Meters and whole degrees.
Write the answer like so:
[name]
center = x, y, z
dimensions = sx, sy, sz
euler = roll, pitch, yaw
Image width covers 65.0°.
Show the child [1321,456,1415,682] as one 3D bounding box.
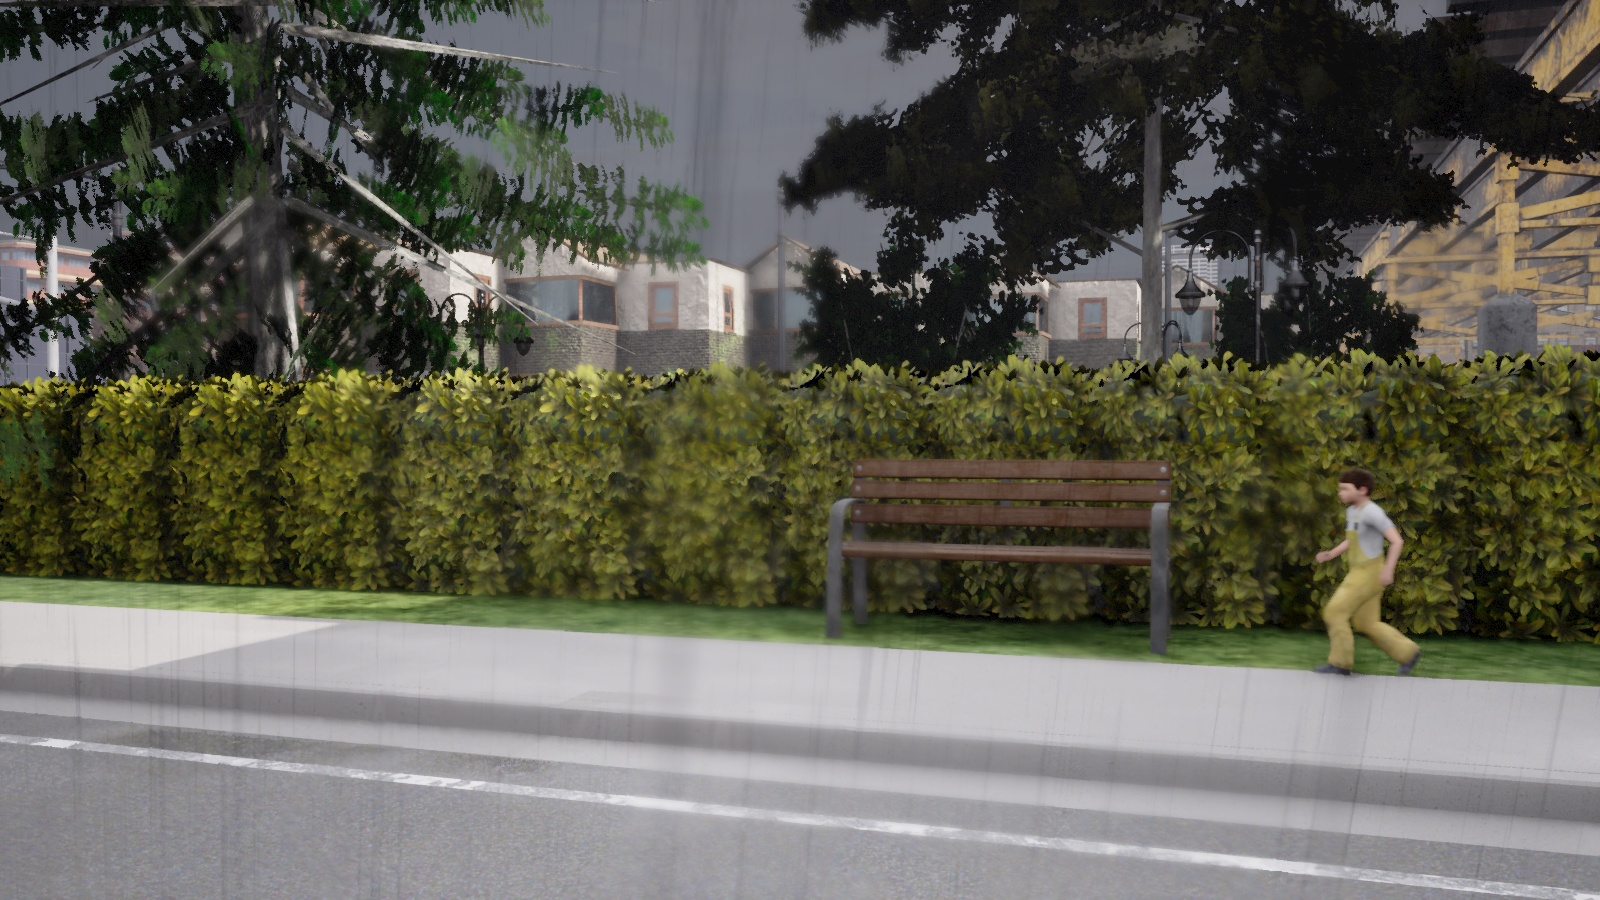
[child]
center = 3.265, 0.668, 7.235
dimensions = 0.437, 1.263, 0.270
euler = 0, 1, 14
